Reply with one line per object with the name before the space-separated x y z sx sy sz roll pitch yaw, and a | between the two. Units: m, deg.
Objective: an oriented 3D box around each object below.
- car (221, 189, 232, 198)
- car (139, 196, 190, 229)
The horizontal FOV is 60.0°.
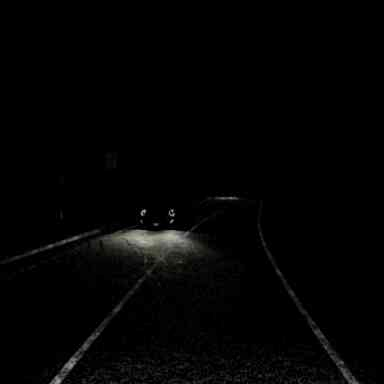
car | 6.172 0.217 59.732 1.812 1.442 4.674 0 1 6
car | -1.485 1.049 19.354 2.097 1.767 4.553 0 1 10
